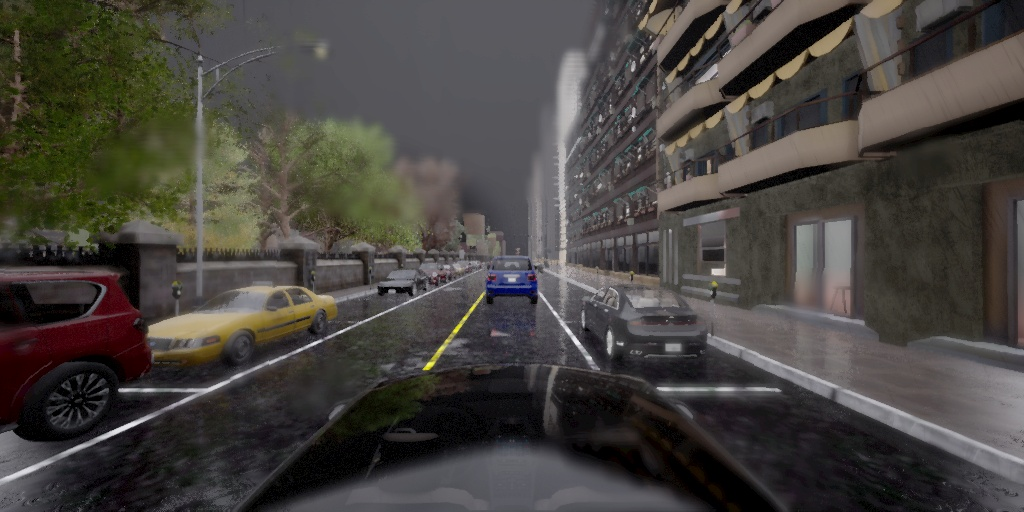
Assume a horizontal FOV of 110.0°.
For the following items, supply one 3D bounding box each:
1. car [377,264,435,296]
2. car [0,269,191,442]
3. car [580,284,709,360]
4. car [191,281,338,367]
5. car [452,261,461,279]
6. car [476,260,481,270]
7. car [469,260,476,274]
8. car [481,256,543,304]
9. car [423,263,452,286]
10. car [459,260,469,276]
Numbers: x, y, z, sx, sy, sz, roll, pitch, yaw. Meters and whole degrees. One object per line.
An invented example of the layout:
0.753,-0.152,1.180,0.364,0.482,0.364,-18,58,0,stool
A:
-5.691,1.319,19.206,1.948,1.339,4.313,0,0,0,car
-5.691,1.064,2.590,2.192,1.841,5.009,0,0,0,car
2.689,1.301,8.131,2.007,1.370,4.403,0,0,0,car
-5.691,1.276,7.958,1.751,1.417,4.829,0,0,0,car
-5.691,1.340,30.283,1.802,1.307,4.207,0,0,0,car
-5.769,1.324,52.436,2.007,1.370,4.403,0,0,0,car
-5.691,1.205,41.361,1.967,1.591,4.097,0,0,0,car
0.000,1.011,16.530,2.150,2.045,5.566,0,0,0,car
-5.691,1.195,24.744,1.967,1.591,4.097,0,0,0,car
-5.691,1.287,35.651,1.751,1.417,4.829,0,0,0,car
